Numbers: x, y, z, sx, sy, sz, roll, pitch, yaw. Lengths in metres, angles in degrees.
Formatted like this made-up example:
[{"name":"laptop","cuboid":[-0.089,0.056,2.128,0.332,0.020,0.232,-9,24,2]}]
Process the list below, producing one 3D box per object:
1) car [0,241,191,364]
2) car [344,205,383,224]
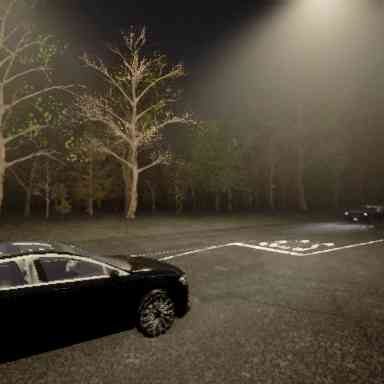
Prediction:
[{"name":"car","cuboid":[-2.241,1.494,4.925,4.902,1.511,2.128,0,0,-38]},{"name":"car","cuboid":[14.071,1.751,26.454,4.718,1.301,1.895,0,0,-38]}]
